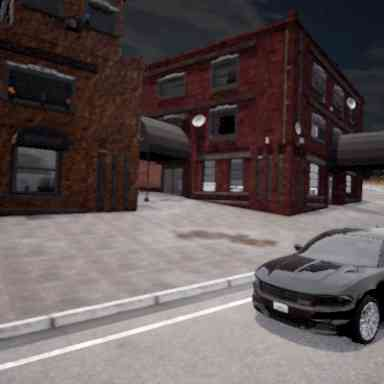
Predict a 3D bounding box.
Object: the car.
[{"bbox_3d":[3.315,1.470,6.600,5.008,1.535,1.882,0,0,-38],"label":"car"}]
